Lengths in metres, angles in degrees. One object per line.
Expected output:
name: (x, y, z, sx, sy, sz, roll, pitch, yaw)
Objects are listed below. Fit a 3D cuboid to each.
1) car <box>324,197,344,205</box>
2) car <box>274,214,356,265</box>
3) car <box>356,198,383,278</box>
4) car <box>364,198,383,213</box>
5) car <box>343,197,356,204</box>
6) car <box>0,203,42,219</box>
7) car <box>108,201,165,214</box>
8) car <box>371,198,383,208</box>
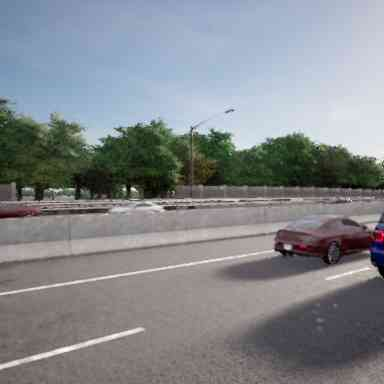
car: (21.650, 1.478, 49.496, 4.902, 1.511, 2.128, 1, 0, -35)
car: (4.791, 1.492, 11.466, 4.674, 1.442, 1.812, 0, 0, -35)
car: (6.852, 1.187, 8.638, 5.566, 2.045, 2.150, 0, 0, -36)
car: (21.010, 1.427, 36.170, 4.902, 1.511, 2.128, 0, 0, -35)
car: (20.863, 1.452, 40.360, 4.892, 1.490, 1.837, 1, 0, -35)
car: (-13.588, 1.519, 24.395, 4.674, 1.442, 1.812, 0, 0, -36)
car: (-4.392, 1.487, 26.657, 4.674, 1.442, 1.812, 0, 0, -35)
car: (29.368, 1.614, 50.683, 4.181, 1.385, 1.994, 1, 0, -35)
